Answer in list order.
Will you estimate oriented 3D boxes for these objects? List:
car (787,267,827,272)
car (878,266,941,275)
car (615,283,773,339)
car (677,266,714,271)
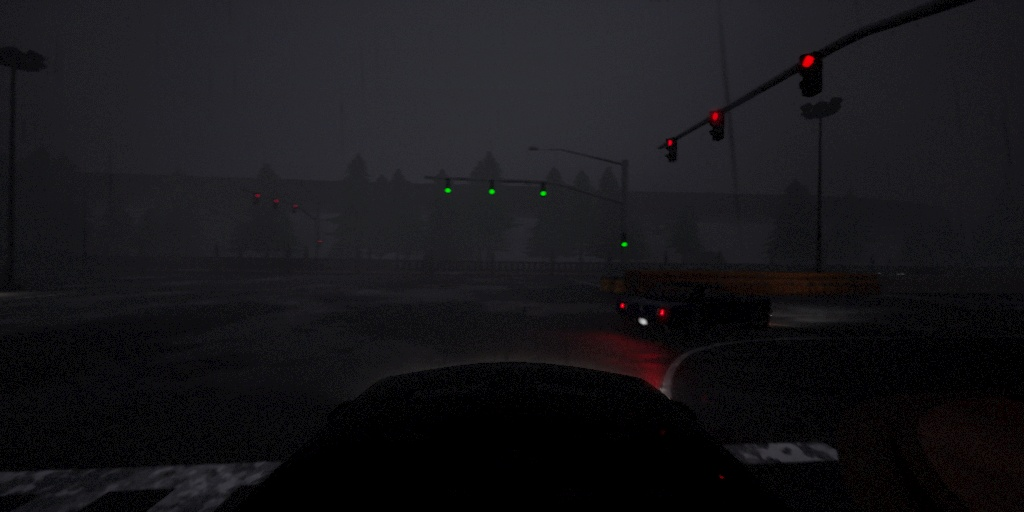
[{"bbox_3d":[24.608,1.657,30.370,4.674,1.442,1.812,1,0,-6],"label":"car"},{"bbox_3d":[34.676,1.622,31.398,4.553,1.767,2.097,1,0,-7],"label":"car"},{"bbox_3d":[5.374,1.438,10.361,4.718,1.301,1.895,1,0,-28],"label":"car"},{"bbox_3d":[14.612,1.518,29.347,4.674,1.442,1.812,1,0,-6],"label":"car"}]
